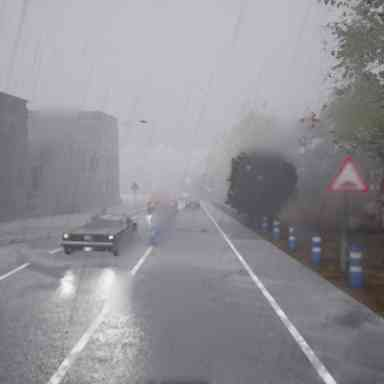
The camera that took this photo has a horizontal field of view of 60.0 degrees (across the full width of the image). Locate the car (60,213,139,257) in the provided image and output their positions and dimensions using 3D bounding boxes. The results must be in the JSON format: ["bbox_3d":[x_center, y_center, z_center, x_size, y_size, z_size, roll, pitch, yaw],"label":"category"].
[{"bbox_3d":[-3.320,1.504,12.795,1.895,1.301,4.718,2,0,0],"label":"car"}]

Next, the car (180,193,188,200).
[{"bbox_3d":[-1.614,0.944,68.783,1.812,1.442,4.674,-1,2,-10],"label":"car"}]

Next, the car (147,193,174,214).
[{"bbox_3d":[-3.343,1.113,34.789,2.150,2.045,5.566,0,0,0],"label":"car"}]

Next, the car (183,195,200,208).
[{"bbox_3d":[0.107,1.461,44.442,1.895,1.301,4.718,0,0,0],"label":"car"}]

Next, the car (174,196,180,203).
[{"bbox_3d":[-3.544,1.339,58.663,1.895,1.301,4.718,0,1,-2],"label":"car"}]
